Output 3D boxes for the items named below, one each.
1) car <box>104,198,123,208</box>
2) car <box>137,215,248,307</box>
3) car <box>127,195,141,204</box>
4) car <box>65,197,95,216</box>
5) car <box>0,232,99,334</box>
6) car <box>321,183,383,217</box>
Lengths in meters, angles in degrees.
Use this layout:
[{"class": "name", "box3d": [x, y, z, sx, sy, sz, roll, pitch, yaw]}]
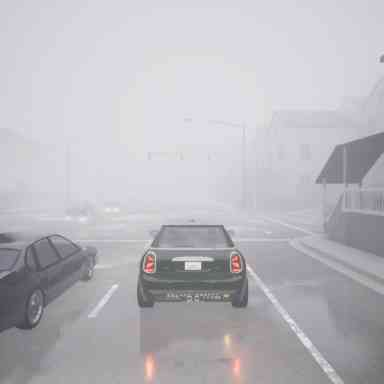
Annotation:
[{"class": "car", "box3d": [-11.062, 1.564, 47.236, 1.994, 1.385, 4.181, 0, 0, -1]}, {"class": "car", "box3d": [0.006, 1.352, 8.124, 2.097, 1.767, 4.553, 0, 0, 0]}, {"class": "car", "box3d": [-11.177, 1.352, 64.486, 2.097, 1.767, 4.553, 0, 0, 0]}, {"class": "car", "box3d": [-10.925, 1.526, 32.830, 1.812, 1.442, 4.674, 0, 0, -1]}, {"class": "car", "box3d": [-3.485, 1.547, 6.843, 2.033, 1.411, 5.357, 0, 0, 0]}, {"class": "car", "box3d": [13.707, 0.727, 27.933, 5.566, 2.045, 2.150, -14, 0, -2]}]
